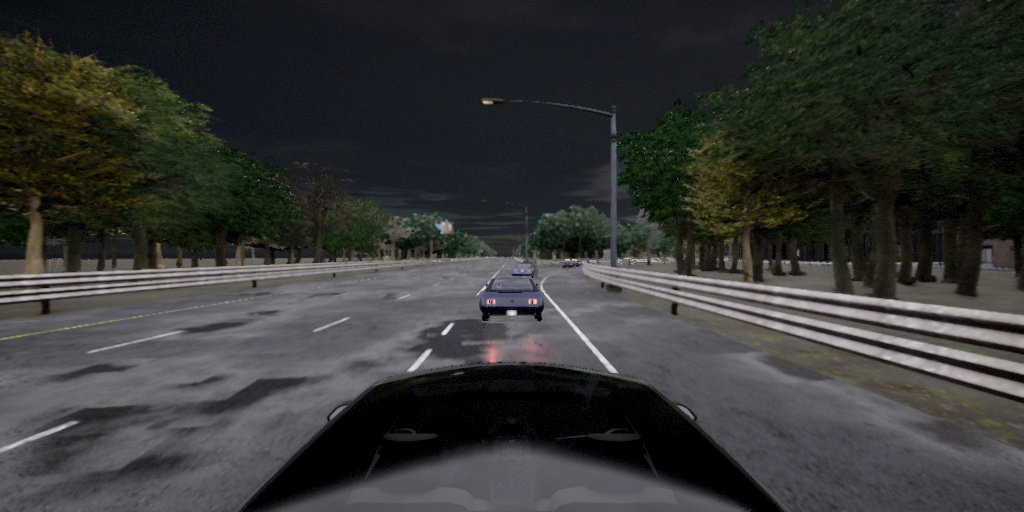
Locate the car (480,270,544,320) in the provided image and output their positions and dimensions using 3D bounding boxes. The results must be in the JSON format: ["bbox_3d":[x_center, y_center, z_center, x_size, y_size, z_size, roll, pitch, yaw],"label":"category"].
[{"bbox_3d":[0.002,1.346,12.519,1.895,1.301,4.718,0,0,0],"label":"car"}]

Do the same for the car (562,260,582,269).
[{"bbox_3d":[9.563,1.317,56.921,1.895,1.301,4.718,0,0,28],"label":"car"}]

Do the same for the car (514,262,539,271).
[{"bbox_3d":[1.315,1.283,32.389,2.033,1.411,5.357,0,0,10],"label":"car"}]
